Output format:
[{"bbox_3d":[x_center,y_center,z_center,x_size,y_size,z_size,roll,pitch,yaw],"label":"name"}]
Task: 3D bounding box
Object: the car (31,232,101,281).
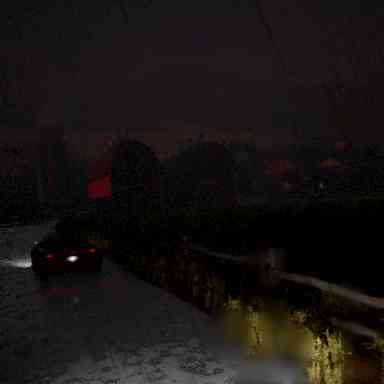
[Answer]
[{"bbox_3d":[-4.724,2.186,12.225,1.994,1.385,4.181,-3,-2,-29],"label":"car"}]
